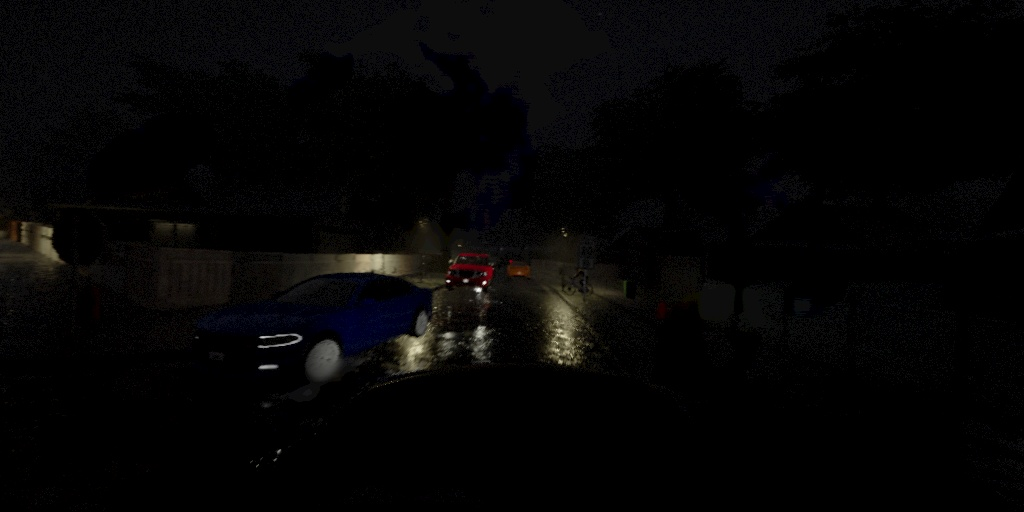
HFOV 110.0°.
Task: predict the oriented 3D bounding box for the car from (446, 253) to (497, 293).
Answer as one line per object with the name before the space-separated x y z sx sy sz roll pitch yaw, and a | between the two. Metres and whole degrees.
car | -2.249 0.866 20.410 2.150 2.045 5.566 3 0 0

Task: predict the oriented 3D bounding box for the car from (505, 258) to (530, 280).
car | 0.545 1.248 32.318 1.882 1.535 5.008 3 0 -2

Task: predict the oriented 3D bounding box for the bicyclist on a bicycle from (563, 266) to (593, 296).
bicyclist on a bicycle | 3.650 1.368 19.617 1.656 1.620 0.582 2 0 1

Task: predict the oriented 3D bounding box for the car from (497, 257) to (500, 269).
car | -2.462 1.123 33.786 2.128 1.511 4.902 3 0 -2

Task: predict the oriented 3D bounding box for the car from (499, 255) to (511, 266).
car | -1.201 0.917 54.839 2.150 2.045 5.566 3 0 -7

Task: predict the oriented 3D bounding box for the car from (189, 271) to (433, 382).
car | -3.307 1.075 7.132 1.882 1.535 5.008 3 0 13
